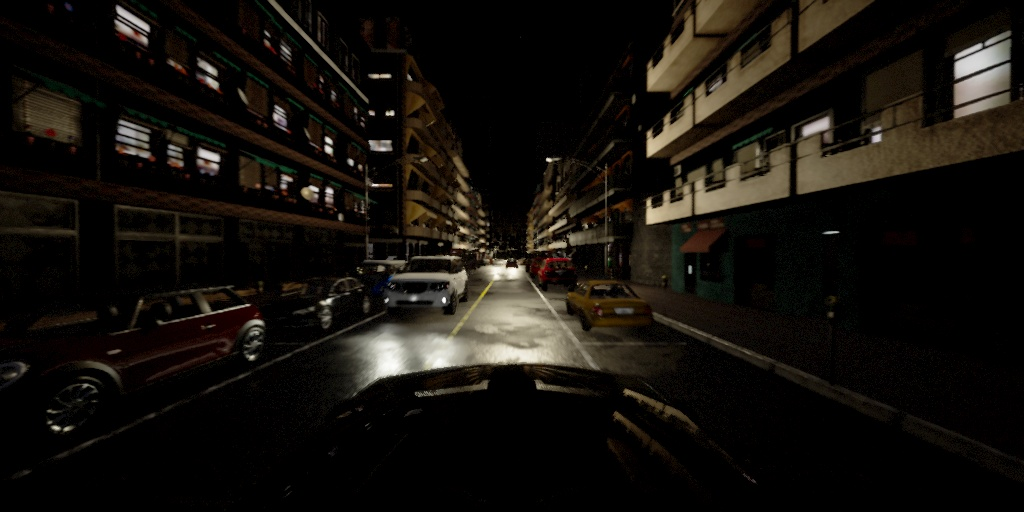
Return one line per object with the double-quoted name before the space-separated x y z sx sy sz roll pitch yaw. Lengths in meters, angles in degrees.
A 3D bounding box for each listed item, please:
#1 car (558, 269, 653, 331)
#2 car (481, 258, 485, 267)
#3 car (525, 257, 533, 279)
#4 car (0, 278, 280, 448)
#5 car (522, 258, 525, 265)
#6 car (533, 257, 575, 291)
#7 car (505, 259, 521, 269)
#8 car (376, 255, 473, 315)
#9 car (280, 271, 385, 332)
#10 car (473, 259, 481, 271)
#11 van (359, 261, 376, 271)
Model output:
"car" 2.685 1.276 10.865 1.751 1.417 4.829 0 0 0
"car" -5.720 1.333 55.536 1.802 1.307 4.207 0 0 0
"car" 2.673 1.066 33.103 2.192 1.841 5.009 0 0 0
"car" -5.660 1.189 5.117 1.967 1.591 4.097 0 0 0
"car" 2.667 1.066 44.308 2.192 1.841 5.009 0 0 0
"car" 2.679 1.065 21.899 2.192 1.841 5.009 0 0 0
"car" -0.028 1.317 55.836 1.994 1.385 4.181 0 0 0
"car" -3.022 0.976 13.866 2.150 2.045 5.566 0 0 0
"car" -5.663 1.300 10.719 2.007 1.370 4.403 0 0 0
"car" -5.717 1.333 49.934 1.802 1.307 4.207 0 0 0
"van" -5.666 1.090 16.321 1.690 1.789 3.998 0 0 0
